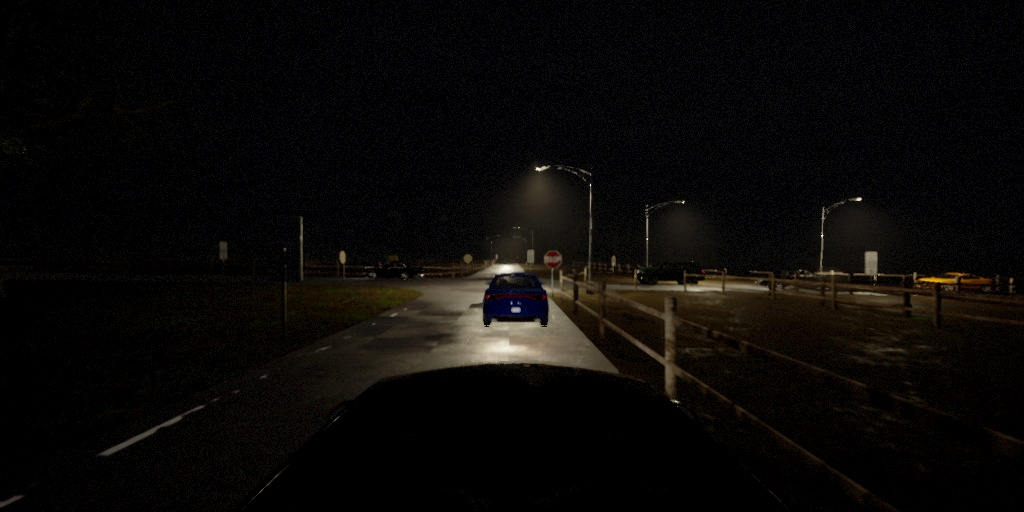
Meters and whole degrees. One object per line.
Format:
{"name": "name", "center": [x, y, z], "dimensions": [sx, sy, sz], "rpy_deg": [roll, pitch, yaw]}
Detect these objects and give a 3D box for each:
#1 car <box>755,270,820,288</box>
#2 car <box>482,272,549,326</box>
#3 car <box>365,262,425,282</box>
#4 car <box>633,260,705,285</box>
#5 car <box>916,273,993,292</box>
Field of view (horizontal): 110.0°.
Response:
{"name": "car", "center": [23.035, 1.879, 29.971], "dimensions": [4.892, 1.490, 1.837], "rpy_deg": [1, 1, 0]}
{"name": "car", "center": [0.105, 1.282, 11.923], "dimensions": [1.882, 1.535, 5.008], "rpy_deg": [0, 0, 0]}
{"name": "car", "center": [-9.576, 1.241, 29.347], "dimensions": [4.892, 1.490, 1.837], "rpy_deg": [1, -1, 14]}
{"name": "car", "center": [13.036, 1.380, 29.928], "dimensions": [5.566, 2.045, 2.150], "rpy_deg": [1, 1, 1]}
{"name": "car", "center": [36.982, 2.190, 30.037], "dimensions": [5.008, 1.535, 1.882], "rpy_deg": [1, 1, 0]}
